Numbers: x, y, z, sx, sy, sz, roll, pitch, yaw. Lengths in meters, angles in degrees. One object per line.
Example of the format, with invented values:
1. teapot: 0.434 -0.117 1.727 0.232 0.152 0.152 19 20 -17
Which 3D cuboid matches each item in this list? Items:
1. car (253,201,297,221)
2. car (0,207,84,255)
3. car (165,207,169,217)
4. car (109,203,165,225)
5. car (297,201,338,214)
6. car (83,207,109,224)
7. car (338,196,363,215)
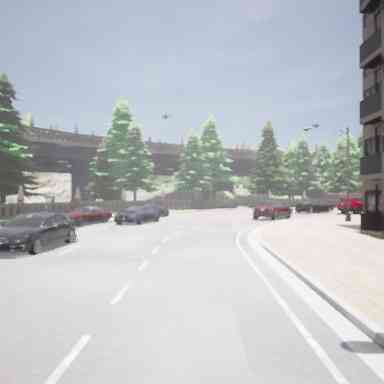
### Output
1. car: 7.465 1.592 30.494 2.097 1.767 4.553 0 -1 40
2. car: -6.514 1.612 13.919 1.837 1.490 4.892 0 0 5
3. car: -4.069 1.821 32.941 1.994 1.385 4.181 0 -1 32
4. car: -4.180 1.766 25.886 1.994 1.385 4.181 0 0 23
5. car: 14.674 1.794 39.874 5.008 1.535 1.882 0 0 -25
6. car: -8.107 1.795 25.061 1.895 1.301 4.718 0 0 18
7. car: 19.337 1.525 37.988 5.566 2.045 2.150 0 0 -18
